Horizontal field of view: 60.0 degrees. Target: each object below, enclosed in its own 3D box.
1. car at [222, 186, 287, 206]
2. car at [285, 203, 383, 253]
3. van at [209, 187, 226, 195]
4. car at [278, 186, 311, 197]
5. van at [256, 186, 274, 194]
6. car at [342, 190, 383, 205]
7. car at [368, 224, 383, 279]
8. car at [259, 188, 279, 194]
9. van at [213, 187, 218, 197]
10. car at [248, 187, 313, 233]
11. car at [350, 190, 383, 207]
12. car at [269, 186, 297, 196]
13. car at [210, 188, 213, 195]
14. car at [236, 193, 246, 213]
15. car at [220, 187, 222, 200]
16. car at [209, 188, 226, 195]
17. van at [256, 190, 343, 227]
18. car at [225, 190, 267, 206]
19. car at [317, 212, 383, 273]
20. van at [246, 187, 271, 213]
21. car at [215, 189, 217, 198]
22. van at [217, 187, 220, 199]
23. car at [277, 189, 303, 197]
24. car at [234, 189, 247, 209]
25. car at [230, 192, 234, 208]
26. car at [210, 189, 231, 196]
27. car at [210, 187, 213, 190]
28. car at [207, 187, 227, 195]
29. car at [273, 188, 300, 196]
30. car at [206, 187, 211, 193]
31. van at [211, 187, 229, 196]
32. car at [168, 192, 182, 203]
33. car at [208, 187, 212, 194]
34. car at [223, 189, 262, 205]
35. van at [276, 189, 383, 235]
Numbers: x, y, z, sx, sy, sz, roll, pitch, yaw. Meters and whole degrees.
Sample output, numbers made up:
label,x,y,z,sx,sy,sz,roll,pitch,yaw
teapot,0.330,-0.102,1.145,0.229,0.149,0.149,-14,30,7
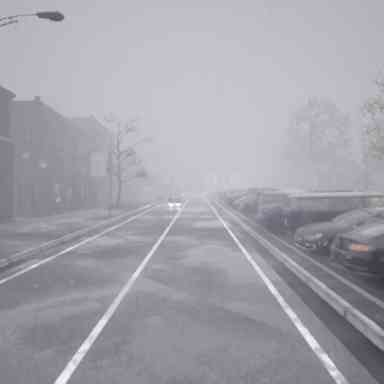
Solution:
label,x,y,z,sx,sy,sz,roll,pitch,yaw
car,6.156,0.638,33.323,5.566,2.045,2.435,-1,1,1
car,5.888,1.267,10.903,4.892,1.521,2.231,-1,1,1
van,6.841,-0.232,89.376,4.442,1.987,1.878,-1,1,1
car,19.657,-0.130,64.192,5.566,2.045,2.435,-1,1,1
van,20.191,-0.512,92.037,4.442,1.987,1.878,-1,1,1
car,19.314,0.599,36.317,4.892,1.521,2.231,-1,1,1
car,5.834,1.373,5.293,4.792,1.488,2.163,-1,1,1
car,19.997,-0.167,86.471,4.674,1.452,2.002,-1,1,1
van,6.414,0.234,58.548,4.442,1.987,1.878,-1,1,1
car,5.926,0.926,16.506,5.566,2.045,2.435,-1,1,1
car,19.085,0.646,33.544,5.366,1.575,1.946,-1,1,1
car,19.773,-0.262,72.546,5.566,2.045,2.435,-1,1,1
car,6.797,0.355,64.153,5.366,1.575,1.946,-1,1,1
car,6.067,1.034,24.919,4.892,1.521,2.231,-1,1,1
car,6.194,0.590,36.125,5.566,2.045,2.435,-1,1,1
car,6.968,-0.172,92.179,4.553,1.767,2.185,-1,1,1
van,6.109,0.901,19.308,4.442,1.987,1.878,-1,1,1
car,6.232,0.668,38.930,4.553,1.767,2.185,-1,1,1
car,5.841,1.347,8.101,4.674,1.452,2.002,-1,1,1
van,6.148,0.853,22.111,4.442,1.987,1.878,-1,1,1
car,6.414,0.601,50.142,5.008,1.535,2.097,-1,1,1
van,6.260,0.425,47.337,4.442,1.987,1.878,-1,1,1
car,19.729,0.113,67.103,4.674,1.452,2.002,-1,1,1
car,6.141,0.859,27.719,4.553,1.767,2.185,-1,1,1
car,6.148,0.977,30.525,4.674,1.452,2.002,-1,1,1
car,6.837,0.109,80.968,5.008,1.535,2.097,-1,1,1
car,6.645,0.315,66.955,5.008,1.535,2.097,-1,1,1
car,7.067,-0.334,94.977,5.566,2.045,2.435,-1,1,1
car,19.762,0.032,69.763,5.008,1.535,2.097,-1,1,1
car,6.828,-0.104,78.161,5.566,2.045,2.435,-1,1,1
van,6.994,-0.158,83.767,4.442,1.987,1.878,-1,1,1
car,-2.490,0.797,49.302,2.128,1.511,4.902,-1,1,1
car,6.761,0.188,75.359,4.892,1.521,2.231,-1,1,1
car,6.270,0.620,41.733,4.553,1.767,2.185,-1,1,1
van,6.032,0.996,13.705,4.442,1.987,1.878,-1,1,1
